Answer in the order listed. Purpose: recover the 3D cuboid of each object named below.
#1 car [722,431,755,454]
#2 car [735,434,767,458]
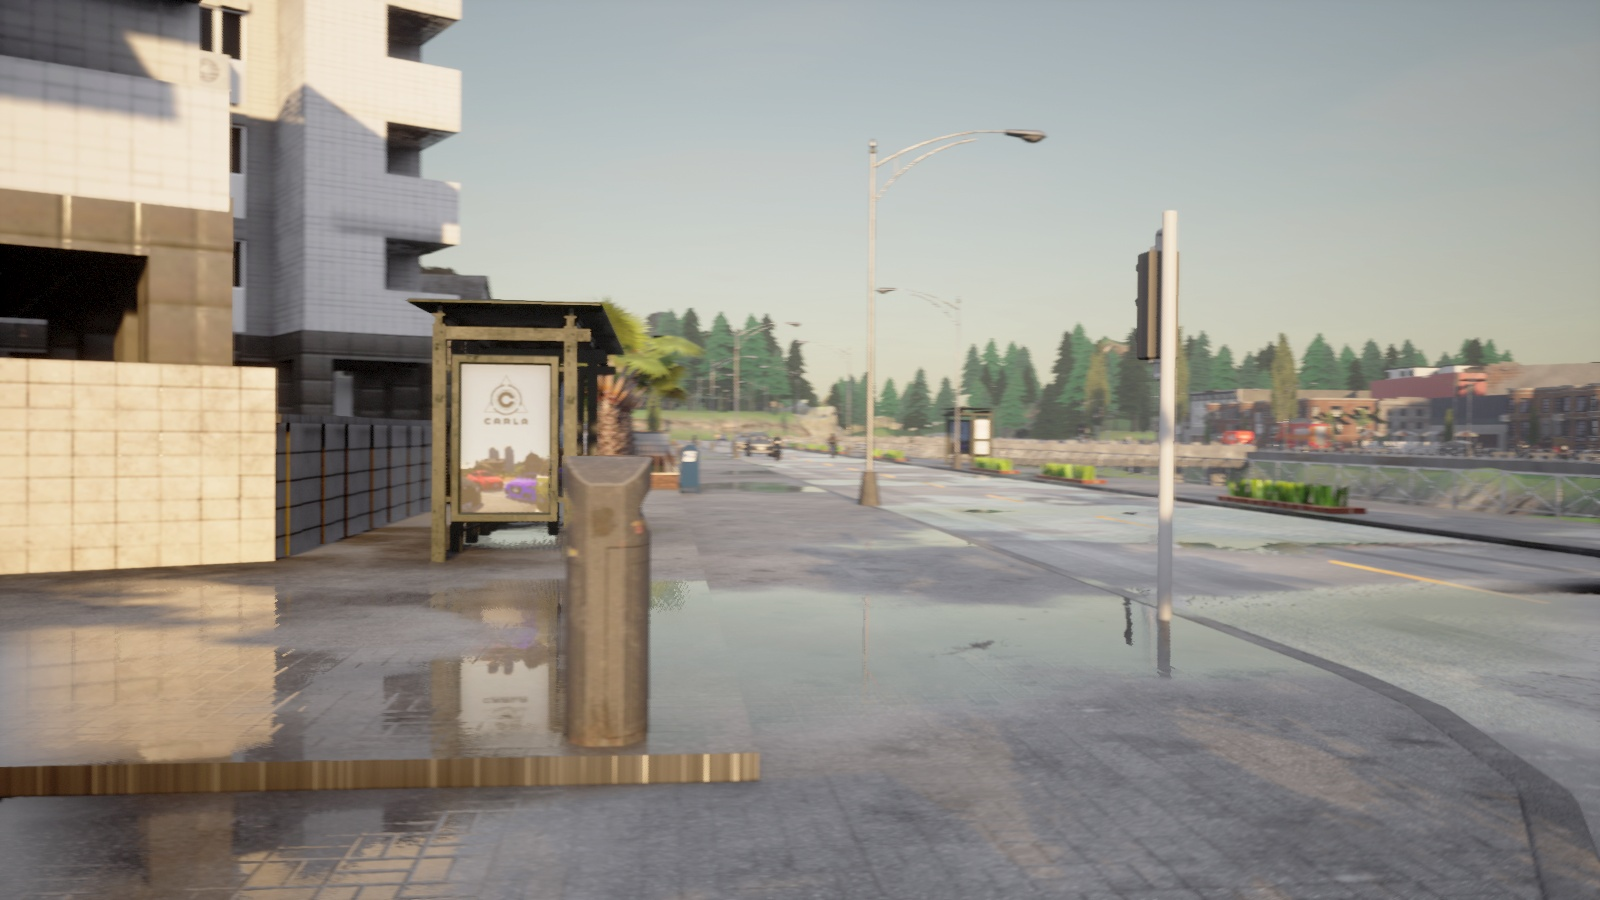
[{"bbox_3d":[-4.641,-0.605,94.323,2.152,1.651,5.027,-1,1,-7],"label":"car"},{"bbox_3d":[-3.223,-0.264,82.328,1.789,1.549,3.705,-1,1,-7],"label":"car"}]
